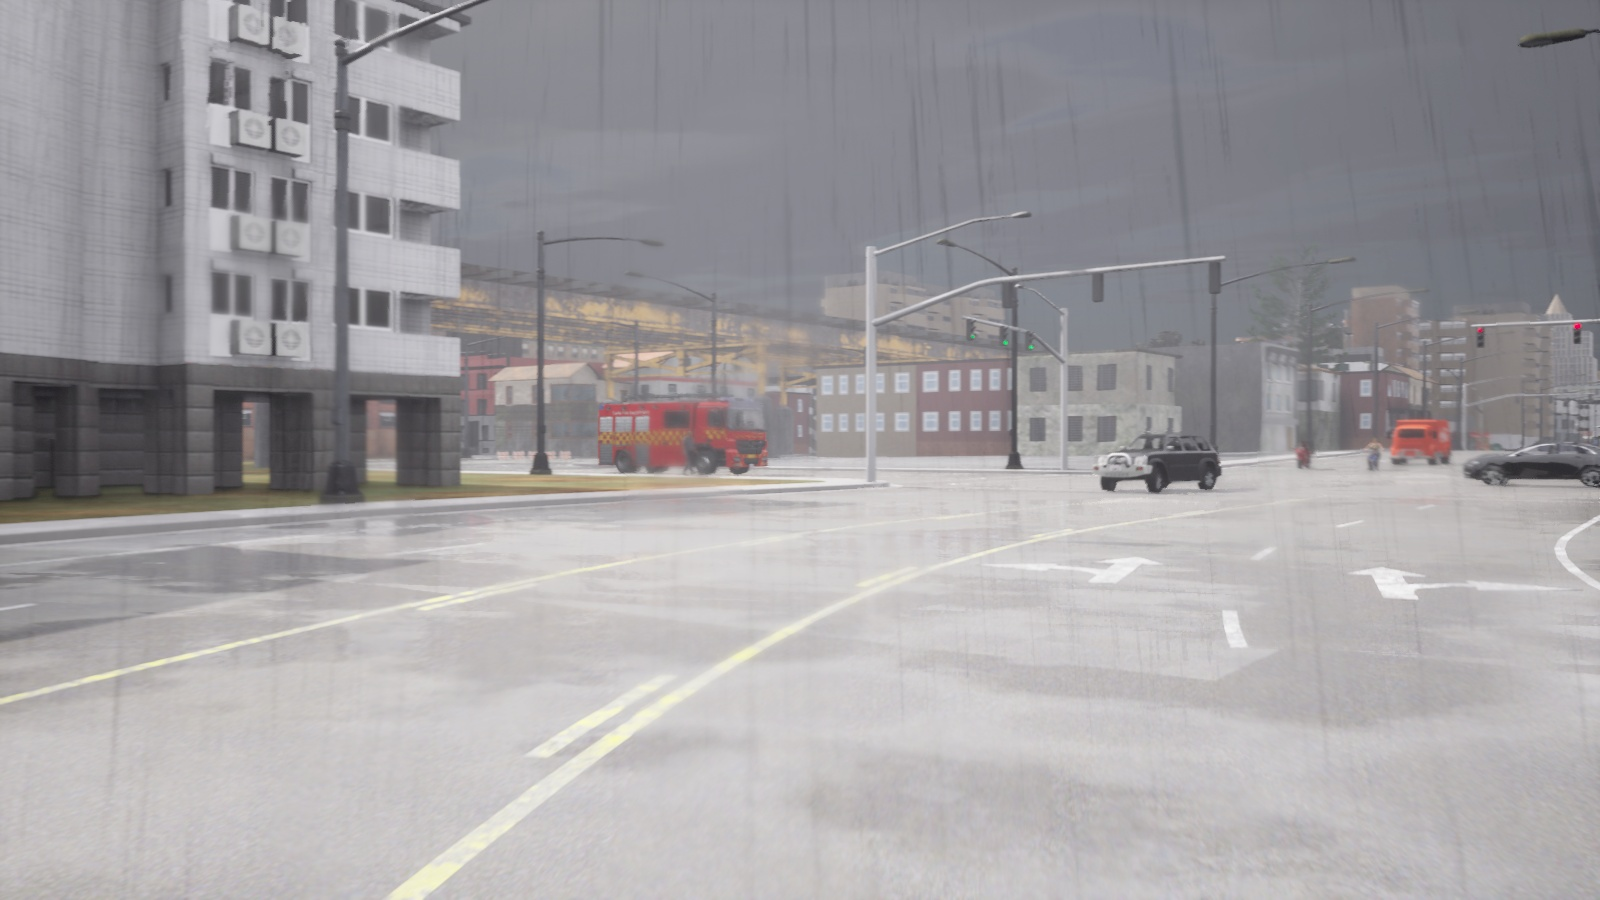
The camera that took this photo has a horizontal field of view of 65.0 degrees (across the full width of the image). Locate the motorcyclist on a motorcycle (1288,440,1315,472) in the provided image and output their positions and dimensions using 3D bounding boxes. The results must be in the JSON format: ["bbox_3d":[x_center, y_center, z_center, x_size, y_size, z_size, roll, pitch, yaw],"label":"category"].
[{"bbox_3d":[25.266,0.291,63.226,0.797,1.523,2.044,0,1,36],"label":"motorcyclist on a motorcycle"}]

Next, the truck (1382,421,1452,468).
[{"bbox_3d":[34.111,-0.344,69.343,2.627,2.467,5.204,0,1,36],"label":"truck"}]

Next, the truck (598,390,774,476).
[{"bbox_3d":[-5.509,-0.766,59.591,8.468,3.827,2.891,0,0,35],"label":"truck"}]

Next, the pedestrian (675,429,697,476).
[{"bbox_3d":[-4.527,0.105,49.938,0.694,1.848,0.540,0,0,39],"label":"pedestrian"}]

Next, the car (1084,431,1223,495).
[{"bbox_3d":[10.928,0.357,38.653,4.605,1.855,1.932,0,0,-42],"label":"car"}]

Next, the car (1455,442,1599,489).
[{"bbox_3d":[25.018,0.479,42.370,4.902,1.511,2.128,0,1,35],"label":"car"}]
